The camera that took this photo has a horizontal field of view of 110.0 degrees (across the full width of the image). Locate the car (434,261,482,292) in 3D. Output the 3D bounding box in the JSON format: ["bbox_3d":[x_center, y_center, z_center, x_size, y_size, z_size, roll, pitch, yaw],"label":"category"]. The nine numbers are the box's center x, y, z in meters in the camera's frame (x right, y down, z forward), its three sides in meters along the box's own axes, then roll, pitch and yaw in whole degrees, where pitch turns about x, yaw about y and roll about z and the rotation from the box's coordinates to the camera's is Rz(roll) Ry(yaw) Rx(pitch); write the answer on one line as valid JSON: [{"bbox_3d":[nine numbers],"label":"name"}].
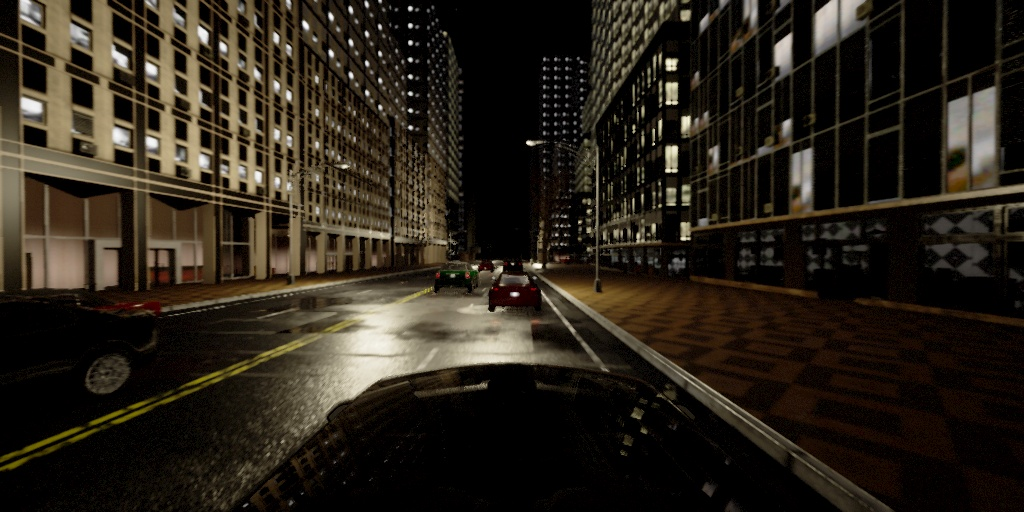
[{"bbox_3d":[-3.151,1.095,21.139,2.097,1.767,4.553,0,0,0],"label":"car"}]

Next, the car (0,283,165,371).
[{"bbox_3d":[-9.821,1.347,6.799,1.895,1.301,4.718,0,0,0],"label":"car"}]

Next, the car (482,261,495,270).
[{"bbox_3d":[-3.153,1.279,44.786,1.812,1.442,4.674,0,0,0],"label":"car"}]

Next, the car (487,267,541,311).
[{"bbox_3d":[0.099,1.308,14.511,1.994,1.385,4.181,0,0,0],"label":"car"}]

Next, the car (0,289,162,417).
[{"bbox_3d":[-6.585,1.226,3.589,1.882,1.535,5.008,0,0,0],"label":"car"}]

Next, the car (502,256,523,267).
[{"bbox_3d":[0.097,0.972,40.163,2.150,2.045,5.566,0,0,0],"label":"car"}]
